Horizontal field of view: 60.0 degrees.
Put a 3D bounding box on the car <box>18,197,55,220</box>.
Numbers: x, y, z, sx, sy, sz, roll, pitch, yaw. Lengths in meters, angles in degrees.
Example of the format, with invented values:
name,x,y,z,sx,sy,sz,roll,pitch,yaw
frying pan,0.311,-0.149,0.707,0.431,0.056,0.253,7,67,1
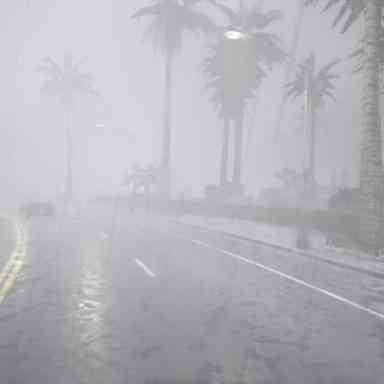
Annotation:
name,x,y,z,sx,sy,sz,roll,pitch,yaw
car,-11.462,1.112,24.477,1.882,1.535,5.008,2,0,-34
